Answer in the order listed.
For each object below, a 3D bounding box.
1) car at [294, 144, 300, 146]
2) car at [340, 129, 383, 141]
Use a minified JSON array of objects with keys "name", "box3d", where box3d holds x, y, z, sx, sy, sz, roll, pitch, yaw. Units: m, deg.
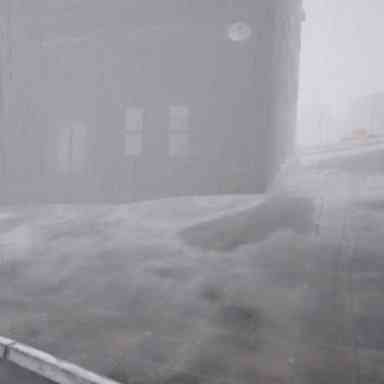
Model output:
[{"name":"car","box3d":[11.809,-5.622,42.126,2.231,1.521,4.892,1,2,-27]},{"name":"car","box3d":[16.783,-5.312,32.300,2.185,1.767,4.553,1,2,-27]}]
